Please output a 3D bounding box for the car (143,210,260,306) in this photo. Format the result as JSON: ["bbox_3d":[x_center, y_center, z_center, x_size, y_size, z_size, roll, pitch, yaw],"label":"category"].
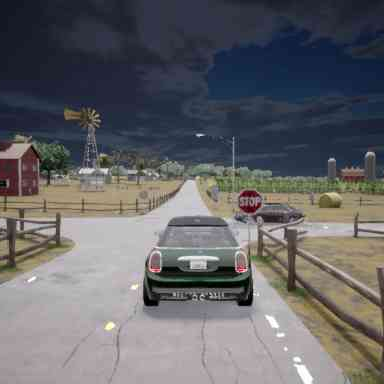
[{"bbox_3d":[0.121,1.346,8.160,2.097,1.767,4.553,0,0,0],"label":"car"}]

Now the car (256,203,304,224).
[{"bbox_3d":[5.367,1.556,23.509,4.892,1.490,1.837,1,2,0],"label":"car"}]
